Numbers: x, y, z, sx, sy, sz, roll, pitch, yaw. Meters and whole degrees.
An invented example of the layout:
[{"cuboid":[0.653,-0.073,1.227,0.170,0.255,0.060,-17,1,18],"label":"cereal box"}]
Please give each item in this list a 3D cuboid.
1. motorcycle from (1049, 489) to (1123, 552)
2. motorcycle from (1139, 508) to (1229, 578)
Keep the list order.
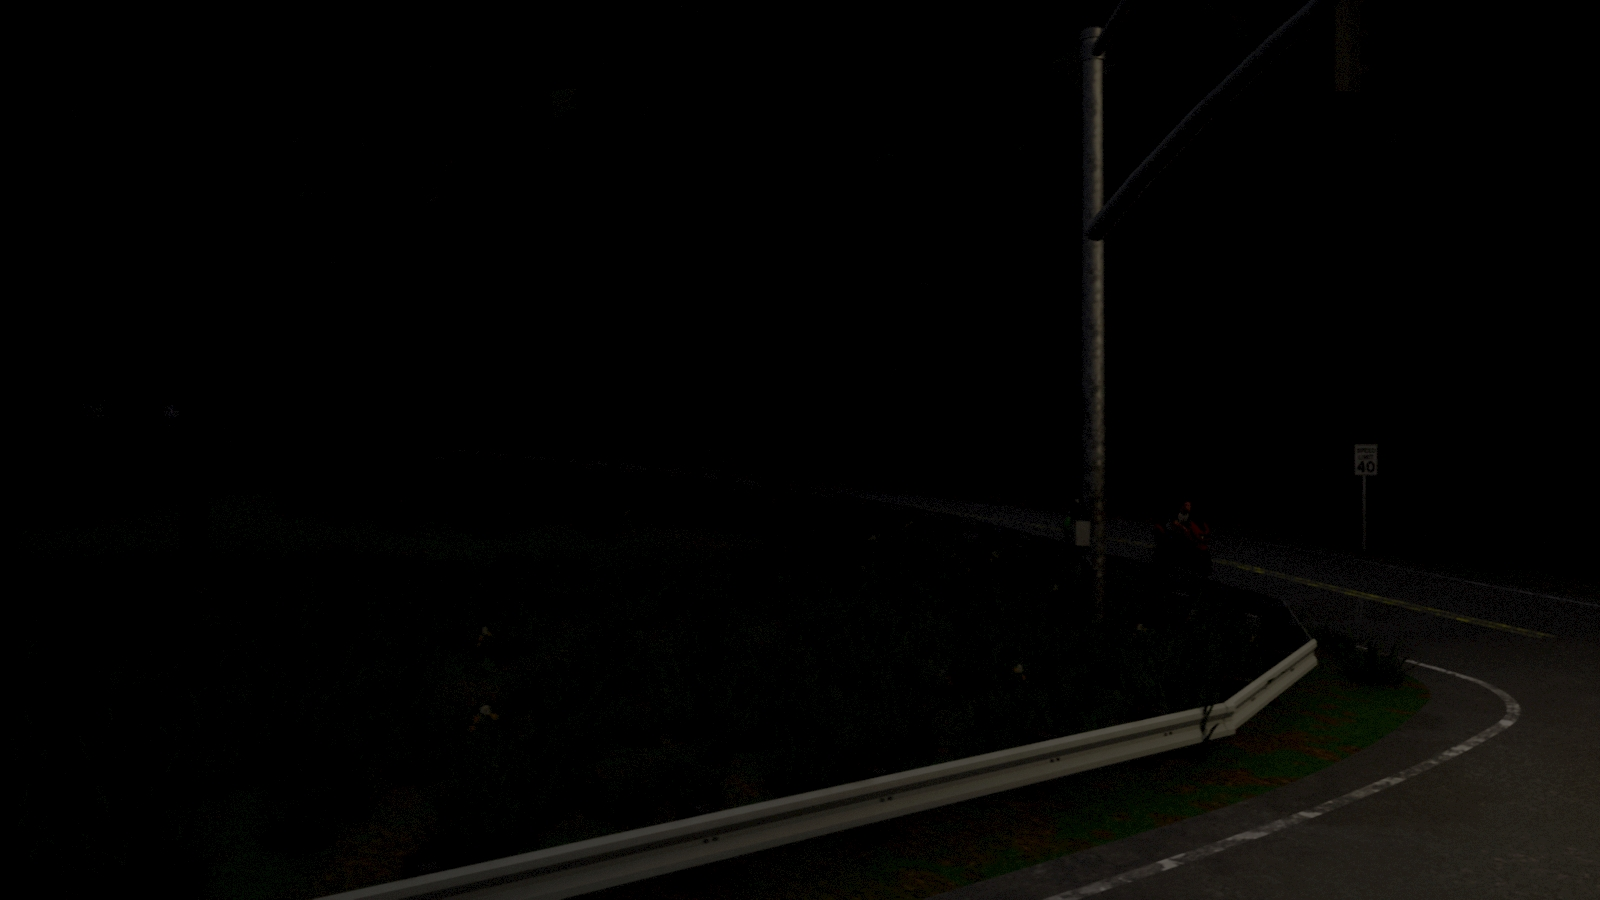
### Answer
[{"cuboid":[6.877,1.678,27.596,0.856,1.316,1.805,0,3,-19],"label":"motorcycle"},{"cuboid":[7.943,1.900,23.728,0.803,1.199,2.033,0,2,-14],"label":"motorcycle"}]
